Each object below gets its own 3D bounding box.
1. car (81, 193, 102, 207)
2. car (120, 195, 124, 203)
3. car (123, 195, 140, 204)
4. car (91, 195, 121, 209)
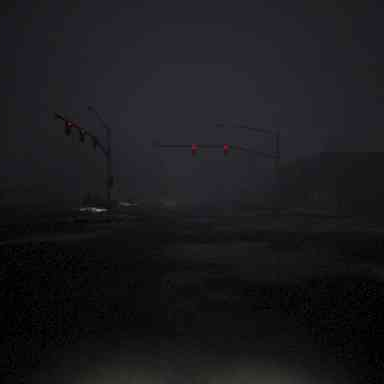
[{"bbox_3d":[-15.079,1.221,50.553,2.150,2.045,5.566,0,0,0],"label":"car"},{"bbox_3d":[-14.977,1.355,69.053,2.097,1.767,4.553,0,0,0],"label":"car"},{"bbox_3d":[-11.506,1.478,65.292,1.882,1.535,5.008,0,0,1],"label":"car"},{"bbox_3d":[-11.584,1.547,45.291,2.033,1.411,5.357,0,0,0],"label":"car"}]
